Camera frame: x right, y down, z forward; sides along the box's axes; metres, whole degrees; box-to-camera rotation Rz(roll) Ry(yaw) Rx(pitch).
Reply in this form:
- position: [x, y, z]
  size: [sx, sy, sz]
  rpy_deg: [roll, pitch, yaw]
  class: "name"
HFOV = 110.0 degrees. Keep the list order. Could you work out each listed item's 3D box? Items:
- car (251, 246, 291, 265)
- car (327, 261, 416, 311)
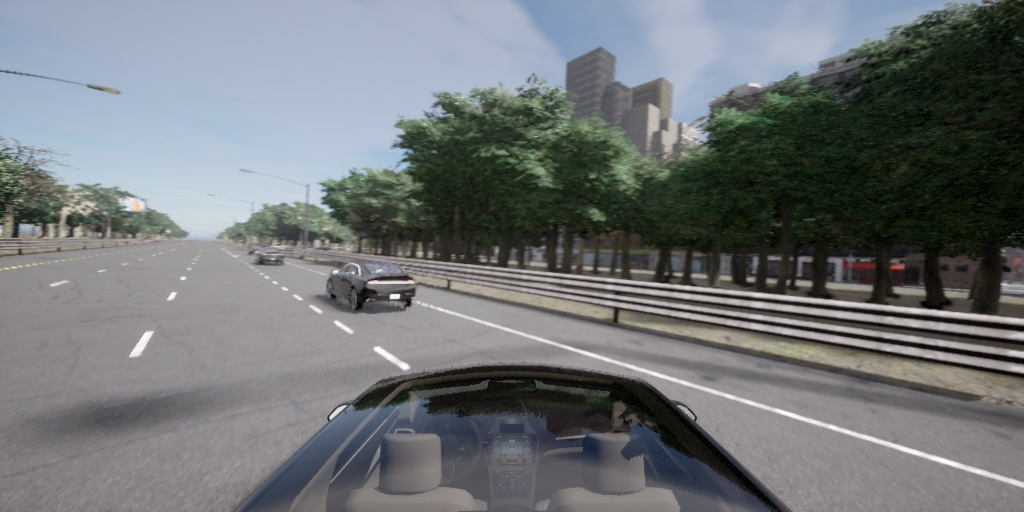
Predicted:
- position: [-22.532, -0.018, 33.370]
  size: [2.128, 1.511, 4.902]
  rpy_deg: [3, 0, -40]
  class: "car"
- position: [-5.104, 0.935, 12.752]
  size: [2.128, 1.511, 4.902]
  rpy_deg: [3, 0, -40]
  class: "car"
